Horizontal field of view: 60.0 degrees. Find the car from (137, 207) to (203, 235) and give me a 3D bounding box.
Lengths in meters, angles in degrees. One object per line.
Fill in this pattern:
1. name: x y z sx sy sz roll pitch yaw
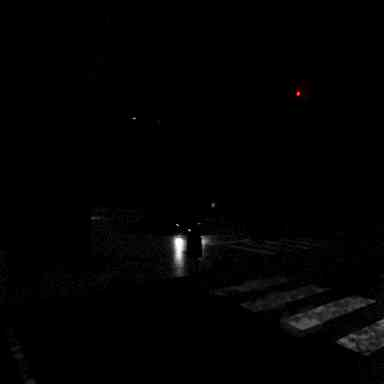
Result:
1. car: -1.483 1.614 19.600 2.033 1.411 5.357 0 0 -32
